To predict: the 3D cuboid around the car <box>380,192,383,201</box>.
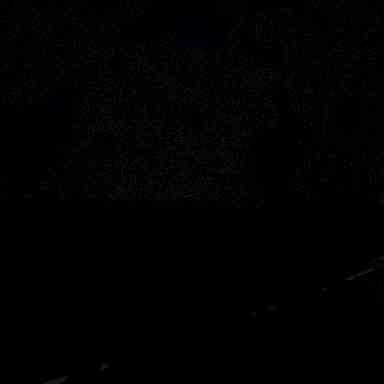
[{"bbox_3d":[41.614,0.927,71.084,2.150,2.045,5.566,1,0,24],"label":"car"}]
